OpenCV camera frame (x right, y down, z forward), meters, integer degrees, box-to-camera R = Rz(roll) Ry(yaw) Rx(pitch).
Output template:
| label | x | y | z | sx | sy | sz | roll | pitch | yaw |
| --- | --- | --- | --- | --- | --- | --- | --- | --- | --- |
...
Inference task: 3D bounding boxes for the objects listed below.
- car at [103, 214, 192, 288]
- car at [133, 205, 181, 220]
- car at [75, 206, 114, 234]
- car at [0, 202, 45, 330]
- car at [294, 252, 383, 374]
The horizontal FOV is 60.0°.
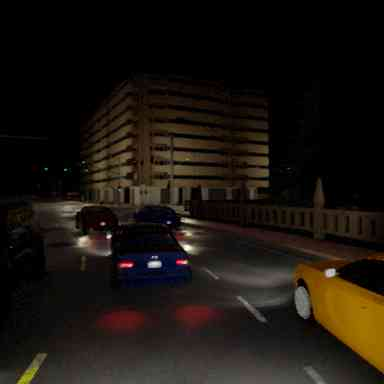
| label | x | y | z | sx | sy | sz | roll | pitch | yaw |
| --- | --- | --- | --- | --- | --- | --- | --- | --- | --- |
| car | -1.397 | 1.587 | 9.456 | 2.033 | 1.411 | 5.357 | 0 | 0 | -14 |
| car | -2.338 | 1.562 | 20.781 | 1.882 | 1.535 | 5.008 | 0 | 0 | -25 |
| car | -5.884 | 1.561 | 20.171 | 1.882 | 1.535 | 5.008 | 0 | 0 | -26 |
| car | -4.554 | 1.252 | 6.851 | 2.150 | 2.045 | 5.566 | 0 | 0 | -14 |
| car | 3.002 | 1.494 | 4.255 | 1.882 | 1.535 | 5.008 | 0 | 0 | -6 |
